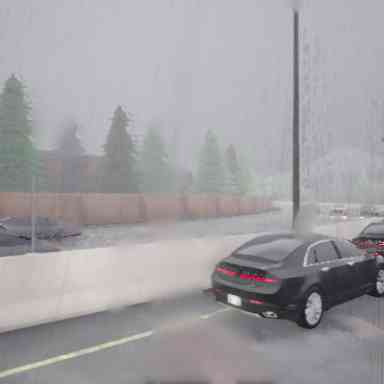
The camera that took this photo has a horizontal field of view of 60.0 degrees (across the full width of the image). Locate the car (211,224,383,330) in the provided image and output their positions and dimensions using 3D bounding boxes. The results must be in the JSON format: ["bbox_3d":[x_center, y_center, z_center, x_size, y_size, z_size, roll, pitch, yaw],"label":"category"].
[{"bbox_3d":[2.583,1.640,7.281,4.892,1.490,1.837,1,-1,-40],"label":"car"}]

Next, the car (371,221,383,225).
[{"bbox_3d":[7.092,1.723,11.300,4.892,1.490,1.837,1,-1,-43],"label":"car"}]

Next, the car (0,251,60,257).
[{"bbox_3d":[-5.641,1.695,8.675,4.181,1.385,1.994,1,-1,-38],"label":"car"}]
